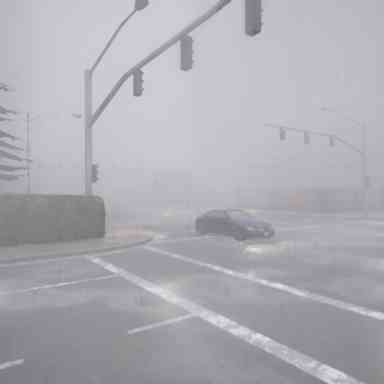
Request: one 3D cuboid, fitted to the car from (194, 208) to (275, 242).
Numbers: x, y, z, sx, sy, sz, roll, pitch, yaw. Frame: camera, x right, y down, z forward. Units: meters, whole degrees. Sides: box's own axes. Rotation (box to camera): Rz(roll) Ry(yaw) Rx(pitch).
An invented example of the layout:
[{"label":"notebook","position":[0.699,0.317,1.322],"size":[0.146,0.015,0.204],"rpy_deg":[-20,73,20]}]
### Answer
[{"label":"car","position":[1.924,1.547,16.477],"size":[1.812,1.442,4.674],"rpy_deg":[0,1,-35]}]
